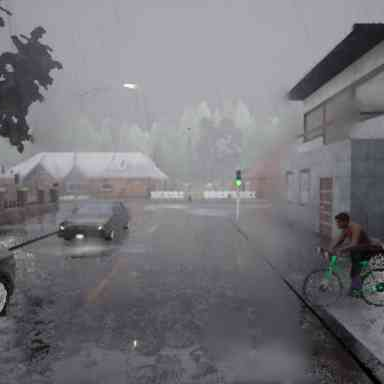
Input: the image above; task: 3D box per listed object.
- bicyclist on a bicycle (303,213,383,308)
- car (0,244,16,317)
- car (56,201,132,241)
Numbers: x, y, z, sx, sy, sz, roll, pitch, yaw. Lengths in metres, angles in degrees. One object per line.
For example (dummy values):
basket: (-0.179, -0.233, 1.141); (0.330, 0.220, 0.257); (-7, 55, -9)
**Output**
bicyclist on a bicycle: (2.714, 1.178, 5.659); (1.656, 1.620, 0.582); (0, 2, 0)
car: (-4.065, 1.384, 4.002); (1.837, 1.490, 4.892); (0, 1, 1)
car: (-3.936, 1.118, 14.470); (2.033, 1.411, 5.357); (0, 2, 1)
